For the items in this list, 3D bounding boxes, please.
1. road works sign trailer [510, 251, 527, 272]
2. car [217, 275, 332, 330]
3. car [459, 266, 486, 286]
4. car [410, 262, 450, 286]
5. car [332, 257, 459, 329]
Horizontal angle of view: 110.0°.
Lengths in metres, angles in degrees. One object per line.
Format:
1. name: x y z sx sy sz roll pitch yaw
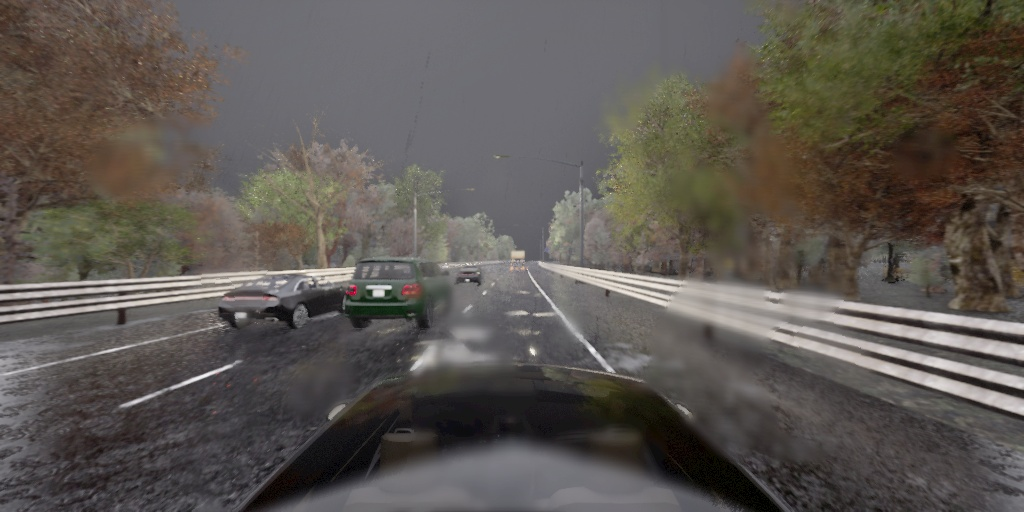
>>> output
1. road works sign trailer: 0.975 0.802 59.649 2.380 3.560 2.880 0 0 3
2. car: -6.868 1.348 11.558 2.128 1.511 4.902 0 -1 0
3. car: -3.192 1.545 28.423 1.837 1.490 4.892 0 -1 1
4. car: -6.489 1.445 28.943 1.994 1.385 4.181 12 -2 1
5. car: -3.366 1.079 11.777 2.150 2.045 5.566 0 -1 0
